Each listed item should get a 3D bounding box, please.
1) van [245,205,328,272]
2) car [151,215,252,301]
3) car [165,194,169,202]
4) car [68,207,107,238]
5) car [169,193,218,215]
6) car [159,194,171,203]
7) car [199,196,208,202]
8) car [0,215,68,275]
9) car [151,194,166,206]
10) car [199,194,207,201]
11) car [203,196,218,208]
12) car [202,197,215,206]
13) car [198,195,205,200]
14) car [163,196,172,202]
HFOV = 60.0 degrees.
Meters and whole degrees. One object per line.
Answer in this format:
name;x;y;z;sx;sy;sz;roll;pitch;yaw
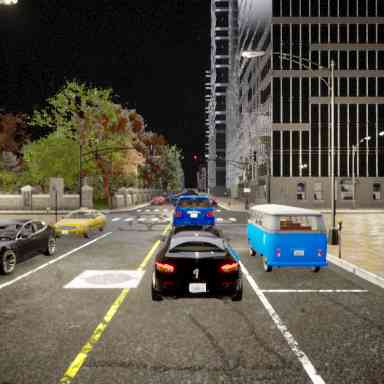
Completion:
van;2.769;1.338;10.444;1.690;1.788;3.998;0;0;0
car;0.098;1.523;8.168;1.812;1.442;4.674;0;0;0
car;-5.721;1.521;59.926;2.008;1.369;4.403;0;0;0
car;-5.827;1.518;17.672;1.752;1.417;4.829;0;0;0
car;0.091;1.214;18.518;2.150;2.045;5.566;0;0;0
car;-5.726;1.277;71.292;2.192;1.841;5.009;0;0;0
car;2.652;1.522;76.974;1.947;1.339;4.313;0;0;0
car;-5.775;1.562;10.438;1.947;1.339;4.313;0;0;0
car;-5.717;1.518;54.243;1.887;1.381;4.507;0;0;0
car;2.649;1.389;82.655;1.967;1.590;4.097;0;0;0
car;2.667;1.416;48.569;1.967;1.590;4.097;0;0;0
car;2.663;1.539;54.250;1.947;1.339;4.313;0;0;0
car;2.643;1.453;94.191;1.752;1.417;4.829;0;0;0
car;-5.730;1.538;76.974;1.802;1.307;4.206;0;0;0
